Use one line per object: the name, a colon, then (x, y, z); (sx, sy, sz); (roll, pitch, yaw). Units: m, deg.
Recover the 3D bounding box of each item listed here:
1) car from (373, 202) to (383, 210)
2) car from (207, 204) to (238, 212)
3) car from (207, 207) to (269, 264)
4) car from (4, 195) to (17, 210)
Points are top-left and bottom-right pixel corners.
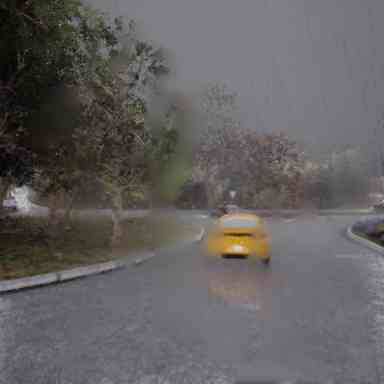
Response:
car: (33.864, 2.515, 59.318); (1.895, 1.301, 4.718); (0, -1, 41)
car: (3.047, 1.751, 30.810); (1.994, 1.385, 4.181); (0, -1, -27)
car: (1.771, 1.517, 12.190); (1.882, 1.535, 5.008); (0, -1, 10)
car: (-25.445, 1.372, 45.239); (2.150, 2.045, 5.566); (1, 1, -40)
